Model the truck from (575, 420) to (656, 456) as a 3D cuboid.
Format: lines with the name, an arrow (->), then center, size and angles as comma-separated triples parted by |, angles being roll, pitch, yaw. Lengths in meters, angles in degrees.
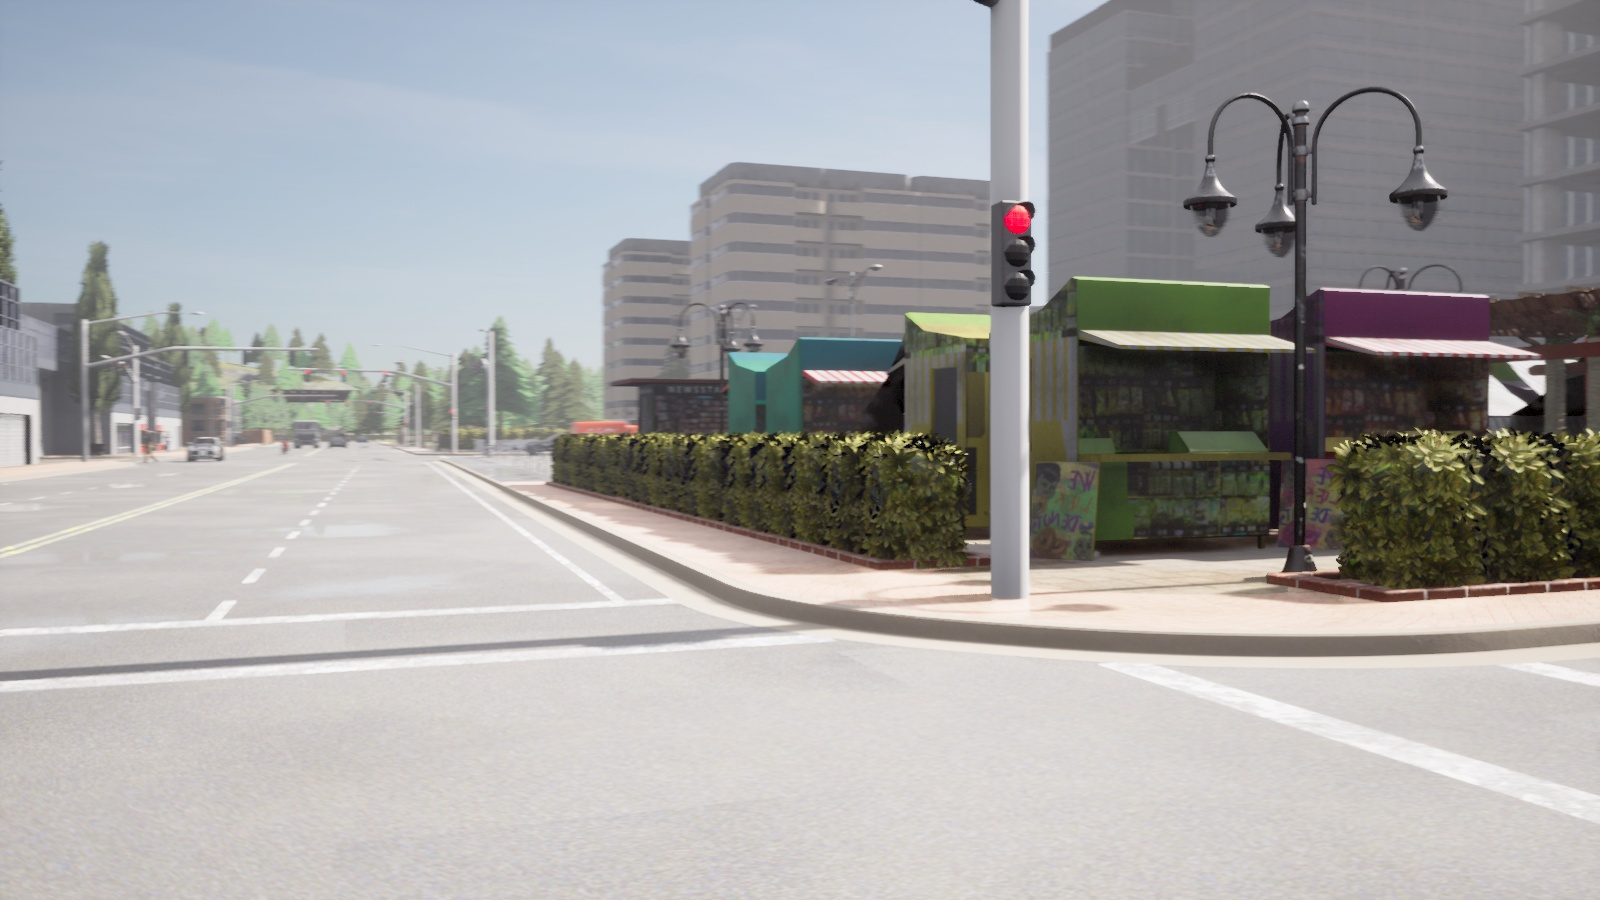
truck -> -12.957, -0.860, 88.232 | 5.204, 2.467, 2.627 | 0, 1, -19

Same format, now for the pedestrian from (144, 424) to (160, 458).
pedestrian -> -35.355, -0.481, 68.521 | 0.694, 1.848, 0.540 | 0, 1, -36

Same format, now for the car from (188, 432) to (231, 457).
car -> -35.922, -0.363, 76.467 | 1.970, 1.475, 3.806 | 0, 1, -20

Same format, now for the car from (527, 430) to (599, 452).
car -> -17.728, -0.691, 93.973 | 5.027, 1.651, 2.152 | 0, 1, -20
